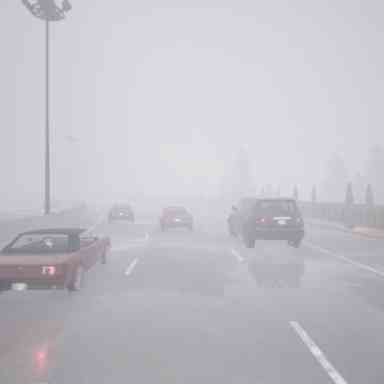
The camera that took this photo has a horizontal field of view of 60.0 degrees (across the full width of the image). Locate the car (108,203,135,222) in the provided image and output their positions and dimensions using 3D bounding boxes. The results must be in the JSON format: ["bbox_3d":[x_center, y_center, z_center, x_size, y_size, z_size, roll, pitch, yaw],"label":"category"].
[{"bbox_3d":[-5.557,1.586,26.177,1.994,1.385,4.181,0,0,-11],"label":"car"}]

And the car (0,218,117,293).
[{"bbox_3d":[-3.502,1.601,8.857,1.895,1.301,4.718,0,0,-2],"label":"car"}]

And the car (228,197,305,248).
[{"bbox_3d":[3.128,1.225,15.059,2.150,2.045,5.566,0,0,-5],"label":"car"}]

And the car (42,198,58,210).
[{"bbox_3d":[-19.798,1.584,46.363,1.882,1.535,5.008,0,0,-26],"label":"car"}]

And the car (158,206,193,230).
[{"bbox_3d":[-1.118,1.575,21.092,1.994,1.385,4.181,0,0,-8],"label":"car"}]

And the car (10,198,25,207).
[{"bbox_3d":[-30.195,1.741,57.547,2.033,1.411,5.357,0,0,-35],"label":"car"}]
